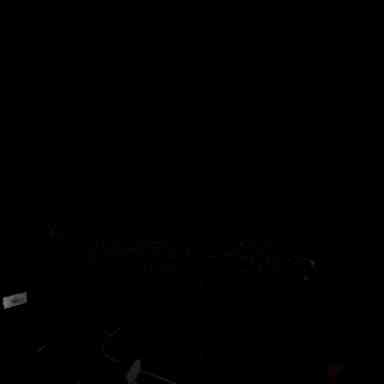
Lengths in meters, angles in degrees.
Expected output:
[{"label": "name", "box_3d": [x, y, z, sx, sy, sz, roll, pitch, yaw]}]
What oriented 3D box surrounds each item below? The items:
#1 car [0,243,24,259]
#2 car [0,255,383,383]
[{"label": "car", "box_3d": [-4.204, 1.589, 5.964, 4.313, 1.339, 1.947, 0, 0, 36]}, {"label": "car", "box_3d": [0.382, 1.444, 2.688, 4.097, 1.590, 1.967, 0, 0, 36]}]
